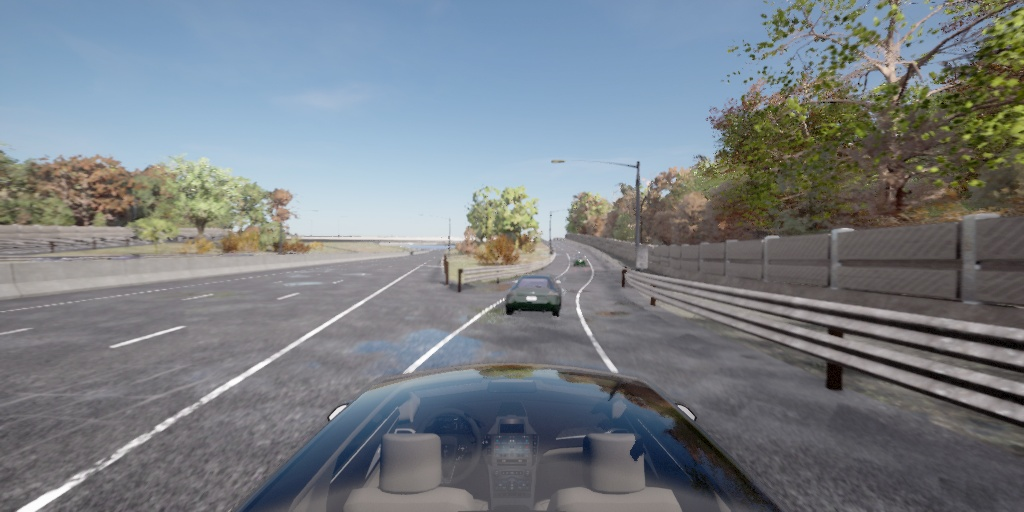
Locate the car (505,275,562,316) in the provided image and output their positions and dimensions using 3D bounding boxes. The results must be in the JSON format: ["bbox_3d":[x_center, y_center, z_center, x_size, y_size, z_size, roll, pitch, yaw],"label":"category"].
[{"bbox_3d":[0.958,1.424,14.164,1.994,1.385,4.181,0,0,8],"label":"car"}]

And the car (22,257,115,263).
[{"bbox_3d":[-26.735,0.803,20.834,2.128,1.511,4.902,0,1,-10],"label":"car"}]

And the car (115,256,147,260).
[{"bbox_3d":[-36.286,0.657,33.889,1.994,1.385,4.181,0,1,-10],"label":"car"}]

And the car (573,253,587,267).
[{"bbox_3d":[10.922,0.736,57.439,2.097,1.767,4.553,1,3,10],"label":"car"}]

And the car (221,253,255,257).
[{"bbox_3d":[-30.385,0.551,40.525,1.837,1.490,4.892,0,0,-10],"label":"car"}]
